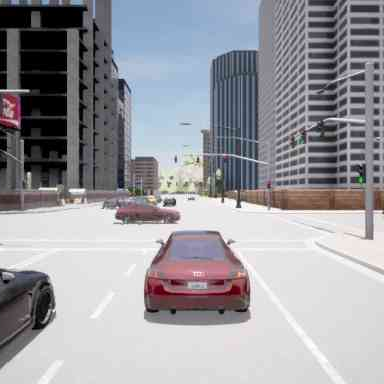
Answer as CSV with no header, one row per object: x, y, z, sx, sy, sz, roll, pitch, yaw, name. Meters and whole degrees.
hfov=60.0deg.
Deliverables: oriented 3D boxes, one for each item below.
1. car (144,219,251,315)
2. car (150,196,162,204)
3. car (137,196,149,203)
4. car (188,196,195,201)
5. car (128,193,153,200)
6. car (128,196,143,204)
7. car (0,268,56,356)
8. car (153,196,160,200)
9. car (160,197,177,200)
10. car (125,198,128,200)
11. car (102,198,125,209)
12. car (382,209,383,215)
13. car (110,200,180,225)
0.088,1.564,7.680,1.994,1.385,4.181,0,0,0,car
-7.117,1.505,66.571,1.837,1.490,4.892,0,0,0,car
-10.627,1.552,72.743,1.994,1.385,4.181,0,0,0,car
-0.148,1.595,84.260,1.895,1.301,4.718,0,0,0,car
-7.166,1.352,47.037,2.097,1.767,4.553,0,0,0,car
-10.622,1.564,62.749,1.994,1.385,4.181,0,0,0,car
-3.414,1.564,4.263,1.994,1.385,4.181,0,0,0,car
-7.129,1.477,56.373,1.882,1.535,5.008,0,0,0,car
-3.500,1.491,53.644,2.128,1.511,4.902,0,0,0,car
-10.645,1.601,53.601,1.895,1.301,4.718,0,0,0,car
-10.669,1.526,44.493,1.812,1.442,4.674,0,0,0,car
18.502,1.601,27.603,4.718,1.301,1.895,0,0,0,car
-3.162,1.525,23.761,4.674,1.442,1.812,0,0,-1,car
